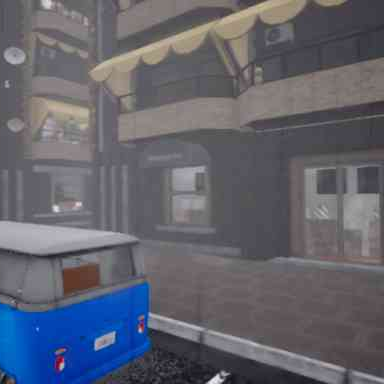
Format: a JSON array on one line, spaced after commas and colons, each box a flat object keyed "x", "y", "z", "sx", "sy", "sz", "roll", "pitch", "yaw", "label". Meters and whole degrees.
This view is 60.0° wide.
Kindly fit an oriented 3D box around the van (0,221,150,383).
[{"x": -2.431, "y": 1.353, "z": 4.625, "sx": 3.998, "sy": 1.788, "sz": 1.690, "roll": 0, "pitch": -1, "yaw": 36, "label": "van"}]
